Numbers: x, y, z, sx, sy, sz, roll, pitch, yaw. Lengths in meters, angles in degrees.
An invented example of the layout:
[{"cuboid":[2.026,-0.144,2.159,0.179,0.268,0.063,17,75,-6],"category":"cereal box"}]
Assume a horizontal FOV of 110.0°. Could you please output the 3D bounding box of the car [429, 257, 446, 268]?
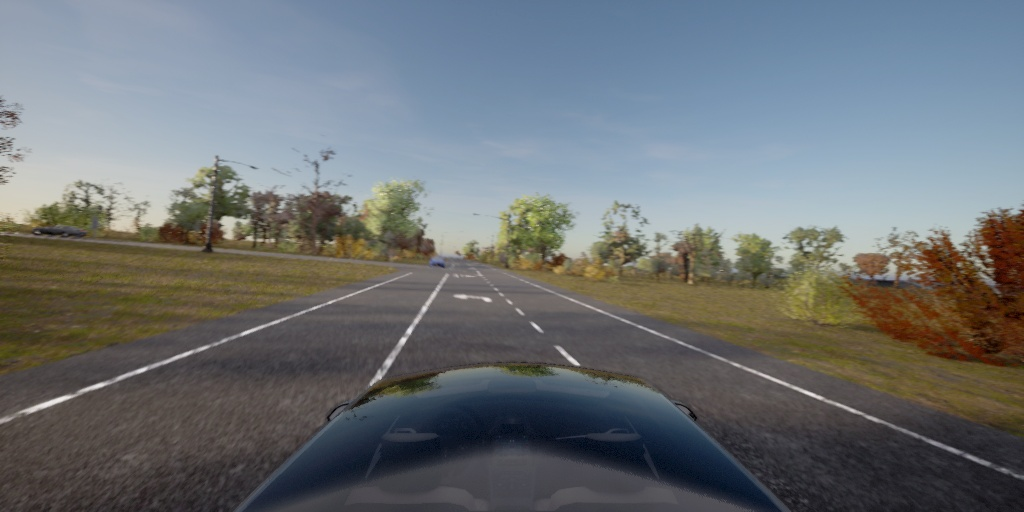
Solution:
[{"cuboid":[-9.959,0.835,48.044,1.882,1.535,5.008,4,-1,-8],"category":"car"}]
